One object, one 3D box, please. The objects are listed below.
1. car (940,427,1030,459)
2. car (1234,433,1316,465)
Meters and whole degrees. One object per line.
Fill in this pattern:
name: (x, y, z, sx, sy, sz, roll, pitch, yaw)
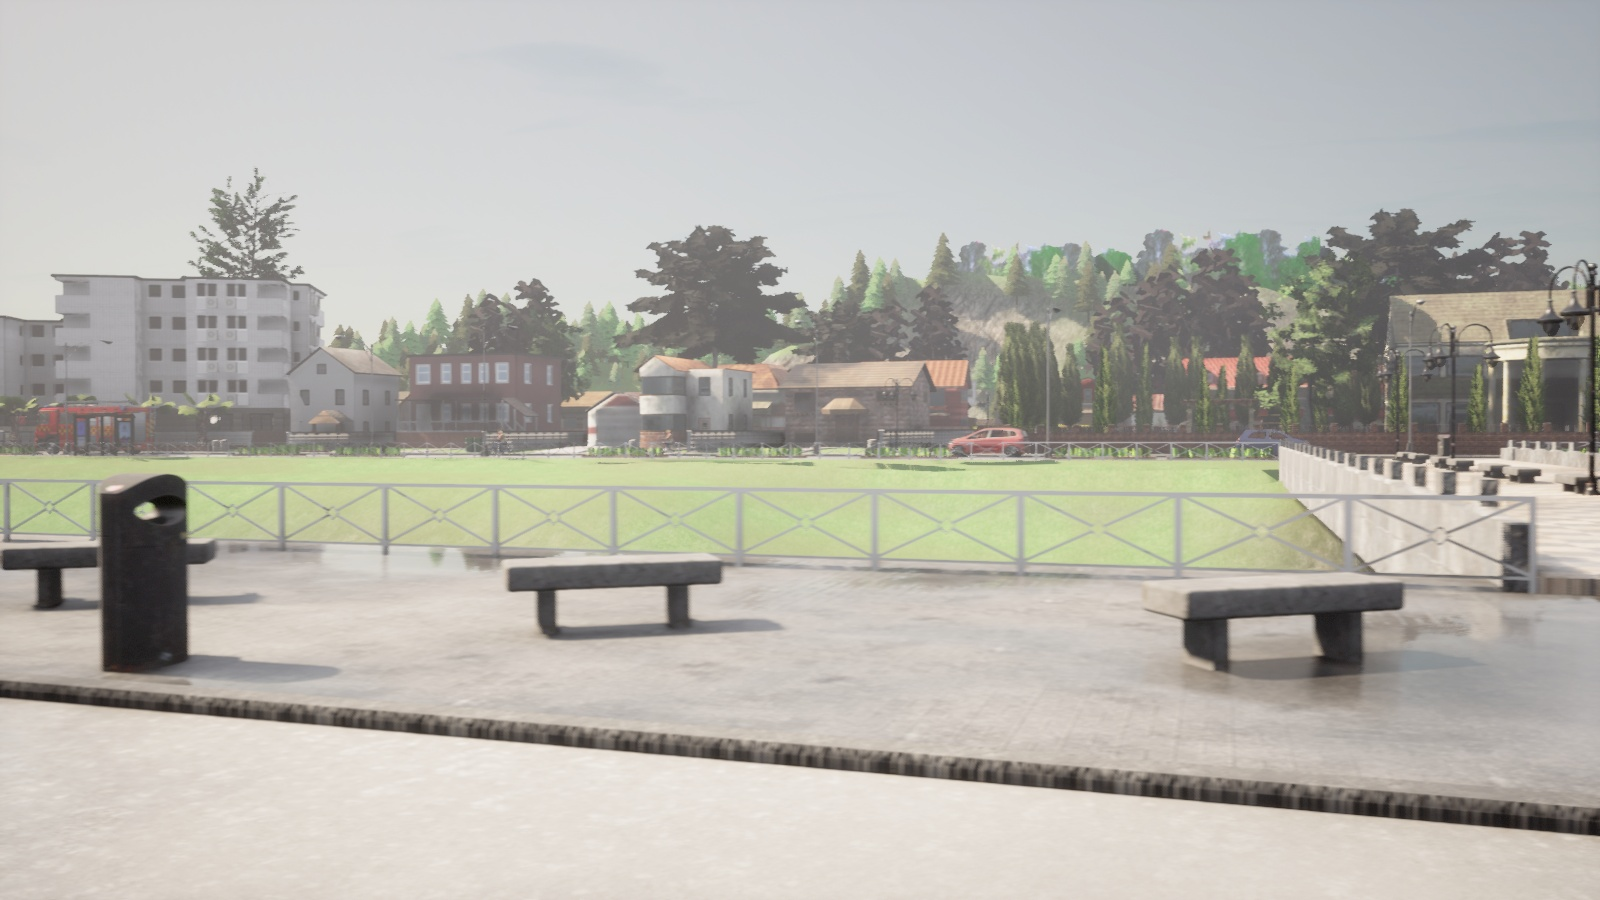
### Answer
car: (10.242, -0.405, 69.569, 4.611, 1.667, 2.242, 1, 1, 19)
car: (23.053, -0.050, 61.038, 3.633, 1.501, 1.845, 1, 1, 19)
